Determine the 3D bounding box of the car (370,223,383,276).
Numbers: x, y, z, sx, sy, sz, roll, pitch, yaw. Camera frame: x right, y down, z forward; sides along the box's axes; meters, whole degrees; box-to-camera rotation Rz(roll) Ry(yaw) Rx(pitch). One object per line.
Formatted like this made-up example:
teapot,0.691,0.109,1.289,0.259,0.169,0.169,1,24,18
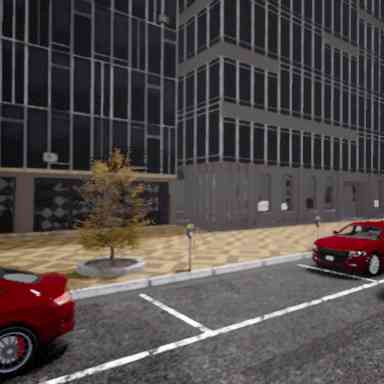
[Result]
car,6.585,1.544,8.057,5.008,1.535,1.882,0,0,-35

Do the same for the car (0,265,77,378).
car,-3.594,1.577,3.995,4.206,1.307,1.802,0,0,-35

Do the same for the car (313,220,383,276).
car,5.683,1.616,10.593,4.507,1.381,1.887,0,0,-35
